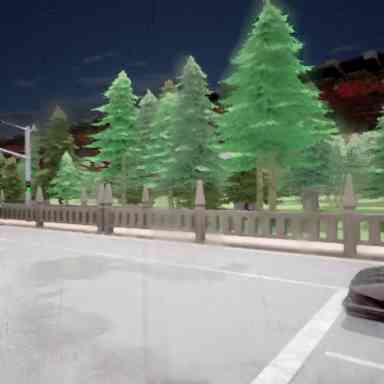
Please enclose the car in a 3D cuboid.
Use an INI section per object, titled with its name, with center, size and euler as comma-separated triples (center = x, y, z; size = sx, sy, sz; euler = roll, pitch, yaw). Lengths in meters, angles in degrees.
[car]
center = 5.100, 1.527, 4.637
size = 5.357, 1.411, 2.033
euler = -1, -1, 36
